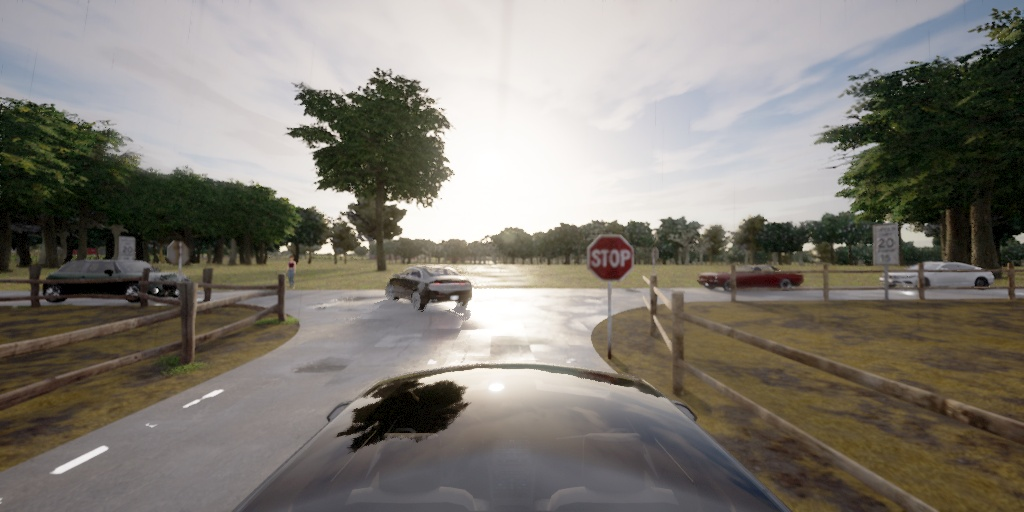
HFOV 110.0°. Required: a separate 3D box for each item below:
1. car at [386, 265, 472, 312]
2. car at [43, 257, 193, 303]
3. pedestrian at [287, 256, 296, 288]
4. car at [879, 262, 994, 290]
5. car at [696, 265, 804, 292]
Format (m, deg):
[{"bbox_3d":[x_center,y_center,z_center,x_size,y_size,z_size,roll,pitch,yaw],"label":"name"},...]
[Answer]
[{"bbox_3d":[-3.289,1.103,13.741,2.128,1.511,4.902,2,0,-35],"label":"car"},{"bbox_3d":[-15.971,0.926,14.771,4.553,1.767,2.097,0,-1,-1],"label":"car"},{"bbox_3d":[-12.869,0.920,20.919,0.375,1.860,0.375,0,-1,-2],"label":"pedestrian"},{"bbox_3d":[22.509,1.042,19.078,4.674,1.442,1.812,0,-1,2],"label":"car"},{"bbox_3d":[12.355,1.156,18.825,4.718,1.301,1.895,0,-1,-3],"label":"car"}]
